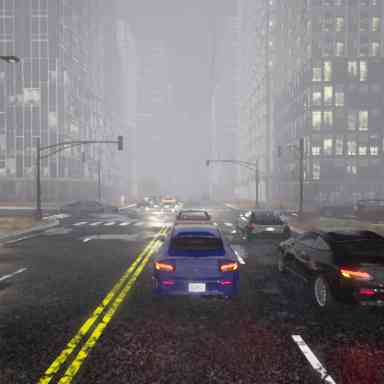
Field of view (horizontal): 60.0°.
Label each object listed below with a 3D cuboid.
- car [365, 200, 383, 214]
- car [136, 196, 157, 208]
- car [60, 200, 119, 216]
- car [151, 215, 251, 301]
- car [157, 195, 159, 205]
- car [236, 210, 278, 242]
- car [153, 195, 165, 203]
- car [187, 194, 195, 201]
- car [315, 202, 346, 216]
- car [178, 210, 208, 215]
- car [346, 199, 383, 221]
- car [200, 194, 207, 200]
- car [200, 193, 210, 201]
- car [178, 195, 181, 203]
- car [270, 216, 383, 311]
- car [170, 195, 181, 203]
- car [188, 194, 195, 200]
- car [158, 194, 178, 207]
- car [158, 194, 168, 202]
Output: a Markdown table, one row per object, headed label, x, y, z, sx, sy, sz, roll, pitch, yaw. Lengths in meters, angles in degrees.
| label | x | y | z | sx | sy | sz | roll | pitch | yaw |
| --- | --- | --- | --- | --- | --- | --- | --- | --- | --- |
| car | 21.734 | 1.643 | 36.240 | 4.829 | 1.417 | 1.752 | 1 | 0 | 1 |
| car | -6.699 | 1.513 | 47.845 | 2.033 | 1.411 | 5.357 | 0 | 0 | 0 |
| car | -9.698 | 1.466 | 31.727 | 5.357 | 1.411 | 2.033 | 0 | 1 | -11 |
| car | 0.084 | 1.522 | 8.184 | 1.812 | 1.442 | 4.674 | 0 | 0 | 0 |
| car | -6.702 | 1.460 | 57.583 | 1.837 | 1.490 | 4.892 | 0 | 0 | 0 |
| car | 3.320 | 1.555 | 16.190 | 1.994 | 1.385 | 4.181 | 0 | 0 | -1 |
| car | -6.666 | 1.448 | 66.937 | 1.837 | 1.490 | 4.892 | 0 | 0 | 0 |
| car | -0.167 | 1.514 | 79.142 | 1.895 | 1.301 | 4.718 | 0 | 0 | 0 |
| car | 15.030 | 1.702 | 33.729 | 4.718 | 1.301 | 1.895 | 0 | 1 | 1 |
| car | 0.066 | 1.591 | 17.350 | 1.895 | 1.301 | 4.718 | 0 | 0 | 0 |
| car | 16.143 | 1.519 | 27.942 | 5.009 | 1.841 | 2.192 | 1 | 0 | 1 |
| car | 3.061 | 1.338 | 89.151 | 1.895 | 1.301 | 4.718 | 0 | 0 | 0 |
| car | 3.084 | 1.144 | 78.733 | 2.150 | 2.045 | 5.566 | 0 | 0 | 0 |
| car | -3.452 | 1.554 | 58.624 | 1.895 | 1.301 | 4.718 | 0 | 0 | 0 |
| car | 3.336 | 1.522 | 7.621 | 1.812 | 1.442 | 4.674 | 0 | 0 | 0 |
| car | -3.397 | 1.418 | 69.152 | 1.882 | 1.535 | 5.008 | 0 | 0 | 0 |
| car | -0.189 | 1.267 | 89.114 | 1.812 | 1.442 | 4.674 | 0 | 0 | 0 |
| car | -3.447 | 1.442 | 49.245 | 1.882 | 1.535 | 5.008 | 0 | 0 | 0 |
| car | -6.664 | 1.285 | 76.862 | 2.097 | 1.767 | 4.553 | 0 | 0 | 0 |
